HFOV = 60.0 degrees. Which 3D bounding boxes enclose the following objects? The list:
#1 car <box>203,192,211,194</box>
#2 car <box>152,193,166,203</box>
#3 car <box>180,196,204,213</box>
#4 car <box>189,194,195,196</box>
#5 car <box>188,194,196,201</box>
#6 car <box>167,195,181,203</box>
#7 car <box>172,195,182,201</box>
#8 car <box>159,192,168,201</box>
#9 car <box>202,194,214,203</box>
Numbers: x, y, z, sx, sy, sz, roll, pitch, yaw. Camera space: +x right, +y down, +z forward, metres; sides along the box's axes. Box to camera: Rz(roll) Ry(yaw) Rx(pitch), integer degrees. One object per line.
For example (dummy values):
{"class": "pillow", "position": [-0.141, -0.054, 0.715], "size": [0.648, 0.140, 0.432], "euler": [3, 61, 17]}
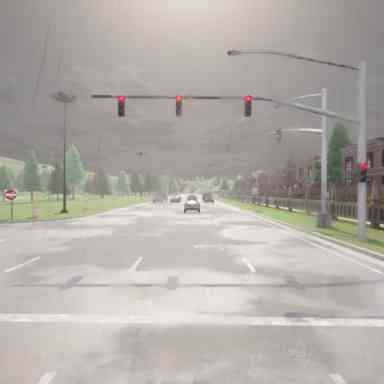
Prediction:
{"class": "car", "position": [3.538, 1.057, 78.560], "size": [2.150, 2.045, 5.566], "euler": [0, 0, 0]}
{"class": "car", "position": [-6.967, 1.525, 68.532], "size": [1.812, 1.442, 4.674], "euler": [0, 0, 0]}
{"class": "car", "position": [0.018, 1.547, 37.499], "size": [2.033, 1.411, 5.357], "euler": [0, 0, 0]}
{"class": "car", "position": [0.033, 1.352, 68.499], "size": [2.097, 1.767, 4.553], "euler": [0, 0, 0]}
{"class": "car", "position": [0.038, 1.332, 78.532], "size": [1.837, 1.490, 4.892], "euler": [0, 0, 0]}
{"class": "car", "position": [-3.467, 1.564, 68.530], "size": [1.994, 1.385, 4.181], "euler": [0, 0, 0]}
{"class": "car", "position": [-3.462, 1.372, 78.533], "size": [2.033, 1.411, 5.357], "euler": [0, 0, 0]}
{"class": "car", "position": [-6.962, 1.057, 78.565], "size": [2.150, 2.045, 5.566], "euler": [0, 0, 0]}
{"class": "car", "position": [3.533, 1.601, 68.557], "size": [1.895, 1.301, 4.718], "euler": [0, 0, 0]}
